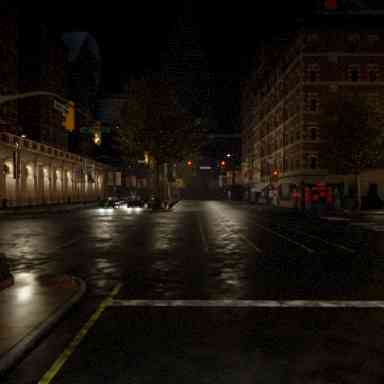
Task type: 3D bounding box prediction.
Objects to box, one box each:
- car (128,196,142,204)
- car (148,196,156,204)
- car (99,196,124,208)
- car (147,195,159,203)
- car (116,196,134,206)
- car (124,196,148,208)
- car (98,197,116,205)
[{"bbox_3d":[-11.458,1.491,67.318,2.128,1.511,4.902,0,0,0],"label":"car"},{"bbox_3d":[-7.964,1.505,57.805,1.837,1.490,4.892,0,0,0],"label":"car"},{"bbox_3d":[-11.491,1.491,47.250,2.128,1.511,4.902,0,0,0],"label":"car"},{"bbox_3d":[-7.958,1.477,68.146,1.882,1.535,5.008,0,0,0],"label":"car"},{"bbox_3d":[-11.465,1.491,57.242,2.128,1.511,4.902,0,0,0],"label":"car"},{"bbox_3d":[-7.990,1.564,47.620,1.994,1.385,4.181,0,0,1],"label":"car"},{"bbox_3d":[-14.714,1.595,57.804,1.895,1.301,4.718,0,0,0],"label":"car"}]
